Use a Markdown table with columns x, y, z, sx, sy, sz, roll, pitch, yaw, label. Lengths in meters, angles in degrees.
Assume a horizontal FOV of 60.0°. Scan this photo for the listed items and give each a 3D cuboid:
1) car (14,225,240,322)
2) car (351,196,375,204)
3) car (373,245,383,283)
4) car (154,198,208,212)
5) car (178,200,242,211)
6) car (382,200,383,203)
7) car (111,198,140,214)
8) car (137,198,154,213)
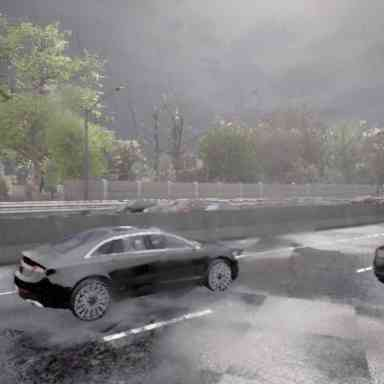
| x | y | z | sx | sy | sz | roll | pitch | yaw | label |
| --- | --- | --- | --- | --- | --- | --- | --- | --- | --- |
| -1.100 | 1.486 | 7.266 | 4.902 | 1.511 | 2.128 | 0 | 0 | -35 | car |
| 27.629 | 1.428 | 53.722 | 5.008 | 1.535 | 1.882 | 0 | 0 | -35 | car |
| 6.258 | 1.510 | 8.222 | 4.674 | 1.442 | 1.812 | 0 | 0 | -36 | car |
| -0.219 | 1.330 | 25.330 | 4.553 | 1.767 | 2.097 | 0 | 0 | -35 | car |
| 1.677 | 1.503 | 22.384 | 4.674 | 1.442 | 1.812 | 0 | 0 | -35 | car |
| 31.898 | 1.442 | 52.459 | 4.902 | 1.511 | 2.128 | 0 | 0 | -35 | car |
| -4.927 | 1.331 | 30.004 | 4.553 | 1.767 | 2.097 | 0 | 0 | -38 | car |
| -1.796 | 1.467 | 28.504 | 4.902 | 1.511 | 2.128 | 0 | 0 | -35 | car |
